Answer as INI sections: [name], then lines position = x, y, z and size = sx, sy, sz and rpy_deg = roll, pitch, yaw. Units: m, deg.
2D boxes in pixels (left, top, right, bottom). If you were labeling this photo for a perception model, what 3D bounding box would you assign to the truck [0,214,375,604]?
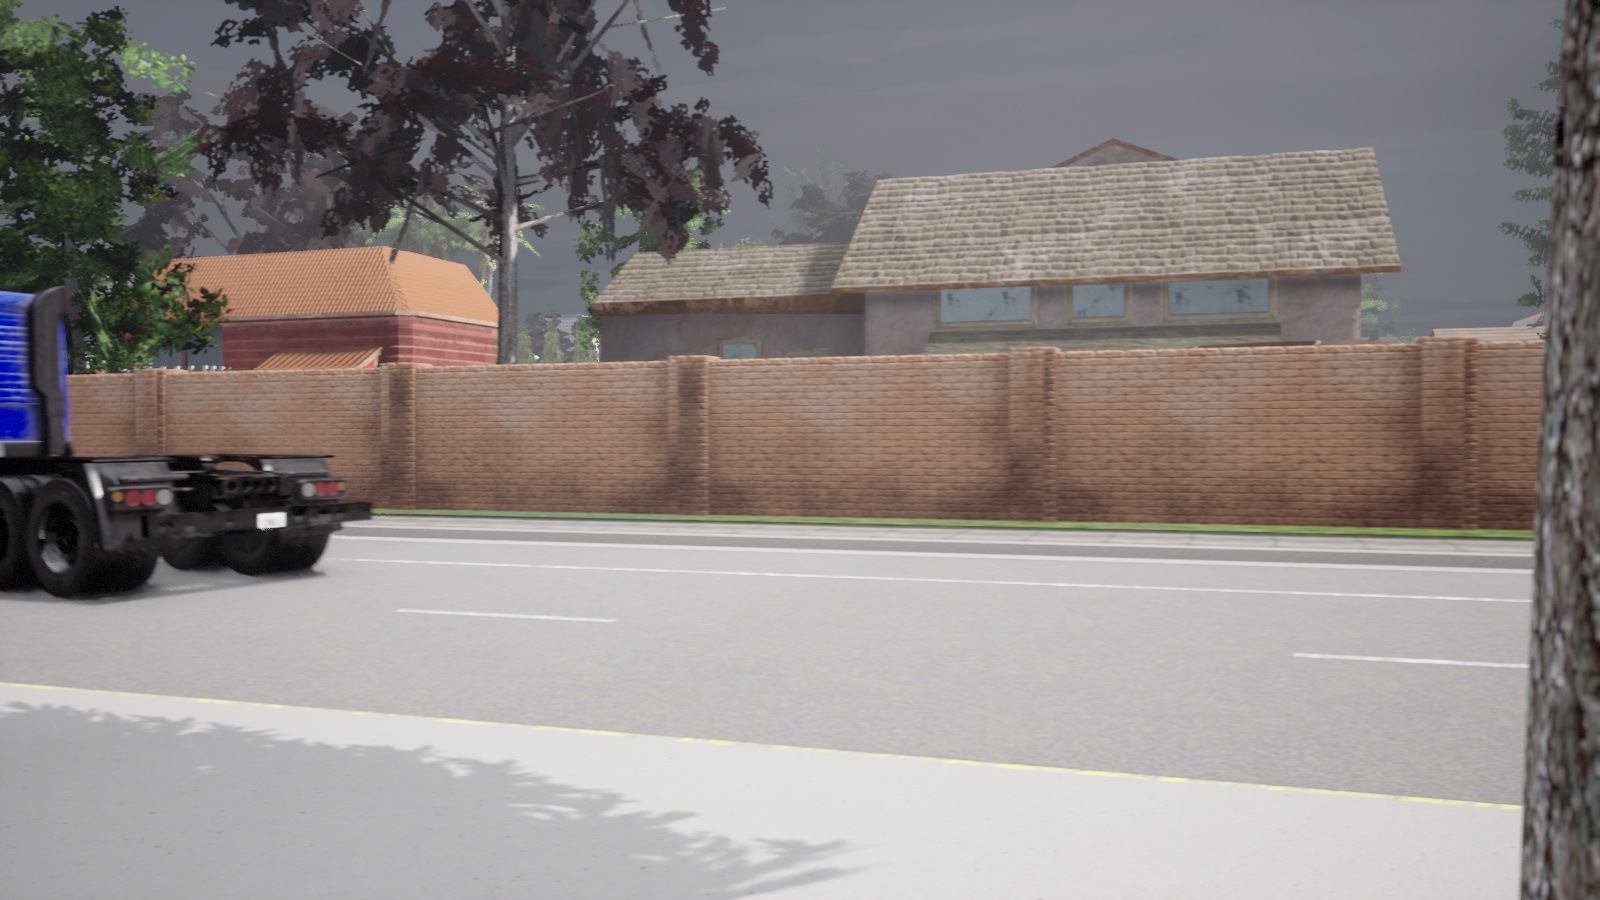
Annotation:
[truck]
position = -8.807, -0.419, 14.364
size = 7.936, 3.462, 2.891
rpy_deg = 1, 1, 29
